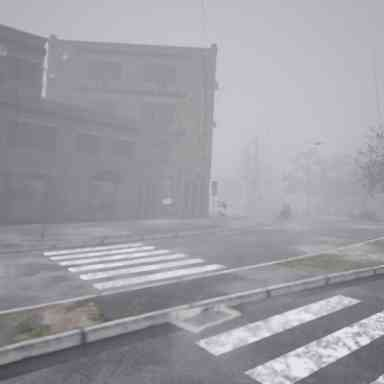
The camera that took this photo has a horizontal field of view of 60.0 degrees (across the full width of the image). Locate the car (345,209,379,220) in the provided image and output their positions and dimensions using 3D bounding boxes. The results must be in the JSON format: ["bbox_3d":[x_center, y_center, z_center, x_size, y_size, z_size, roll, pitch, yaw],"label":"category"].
[{"bbox_3d":[27.694,3.632,54.274,5.008,1.535,1.882,4,-2,-17],"label":"car"}]

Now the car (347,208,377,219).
[{"bbox_3d":[25.249,3.207,49.574,4.553,1.767,2.097,4,-2,-27],"label":"car"}]
